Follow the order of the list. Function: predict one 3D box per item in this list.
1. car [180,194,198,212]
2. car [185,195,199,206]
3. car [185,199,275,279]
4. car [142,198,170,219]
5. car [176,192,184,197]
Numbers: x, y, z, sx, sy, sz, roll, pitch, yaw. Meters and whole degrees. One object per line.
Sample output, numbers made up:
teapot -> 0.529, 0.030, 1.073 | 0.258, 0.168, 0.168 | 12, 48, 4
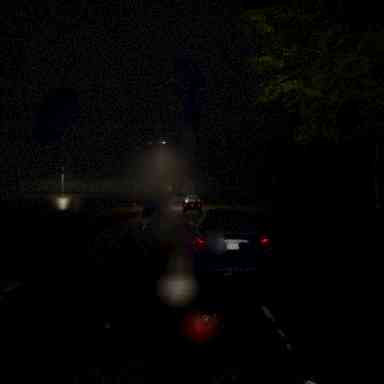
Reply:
car -> 0.027, 1.245, 33.266 | 2.033, 1.411, 5.357 | 0, 1, 0
car -> -0.011, 1.143, 46.972 | 1.895, 1.301, 4.718 | 0, 1, 0
car -> 0.955, 1.268, 9.919 | 2.097, 1.767, 4.553 | 0, 1, 0
car -> -2.868, 1.237, 26.924 | 1.882, 1.535, 5.008 | 0, 1, 0
car -> -2.810, 0.591, 80.646 | 1.895, 1.301, 4.718 | 0, 1, 0
